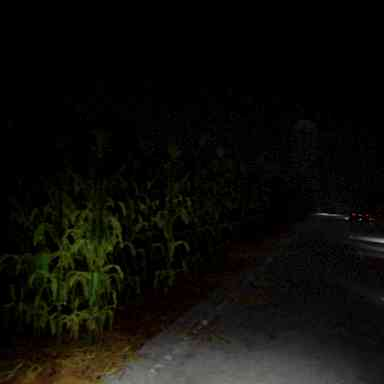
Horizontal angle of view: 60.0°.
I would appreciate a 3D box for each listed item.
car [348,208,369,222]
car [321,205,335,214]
[{"bbox_3d":[18.445,2.486,36.804,2.033,1.411,5.357,2,0,24],"label":"car"},{"bbox_3d":[21.766,2.734,53.054,2.033,1.411,5.357,2,-1,23],"label":"car"}]
